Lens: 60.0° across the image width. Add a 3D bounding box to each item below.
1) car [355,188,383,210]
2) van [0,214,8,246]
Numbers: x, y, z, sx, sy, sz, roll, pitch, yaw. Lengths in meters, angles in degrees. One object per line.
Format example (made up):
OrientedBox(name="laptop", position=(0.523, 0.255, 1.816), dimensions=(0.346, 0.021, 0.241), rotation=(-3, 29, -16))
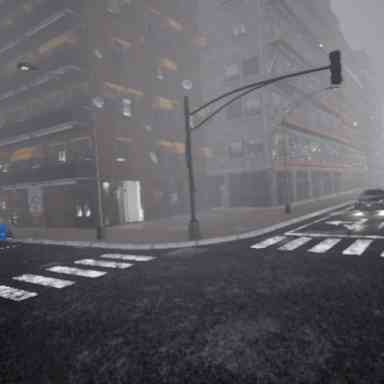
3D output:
OrientedBox(name="car", position=(13.180, 0.488, 24.172), dimensions=(1.812, 1.442, 4.674), rotation=(-3, 2, 36))
OrientedBox(name="van", position=(-11.574, 2.054, 17.834), dimensions=(3.998, 1.788, 1.690), rotation=(-4, 1, 36))
